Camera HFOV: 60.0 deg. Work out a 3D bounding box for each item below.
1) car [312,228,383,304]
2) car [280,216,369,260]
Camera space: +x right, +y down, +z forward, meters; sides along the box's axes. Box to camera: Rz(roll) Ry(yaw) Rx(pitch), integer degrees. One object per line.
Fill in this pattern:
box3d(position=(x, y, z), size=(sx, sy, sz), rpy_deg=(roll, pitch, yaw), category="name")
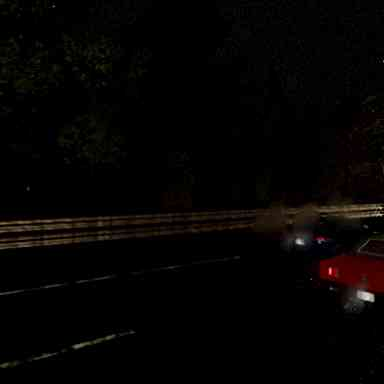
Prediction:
box3d(position=(4.947, 1.596, 7.316), size=(4.718, 1.301, 1.895), rpy_deg=(0, 0, -36), category="car")
box3d(position=(5.046, 1.559, 11.713), size=(4.181, 1.385, 1.994), rpy_deg=(0, 0, -36), category="car")
